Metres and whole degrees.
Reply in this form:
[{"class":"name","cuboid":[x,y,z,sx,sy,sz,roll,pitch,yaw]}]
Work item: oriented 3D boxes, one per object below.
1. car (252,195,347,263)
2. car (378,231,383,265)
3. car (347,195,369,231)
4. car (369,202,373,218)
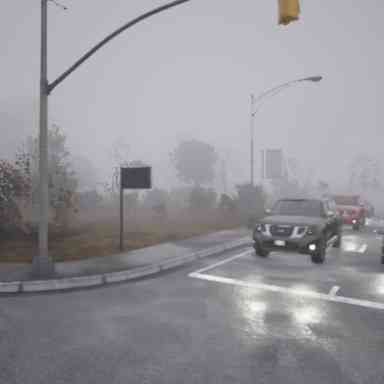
[{"class":"car","cuboid":[4.148,1.198,12.483,2.150,2.045,5.566,0,0,32]},{"class":"car","cuboid":[7.506,1.546,11.250,2.033,1.411,5.357,0,0,32]},{"class":"car","cuboid":[9.627,1.194,21.158,2.150,2.045,5.566,0,0,32]},{"class":"car","cuboid":[15.313,1.516,30.148,2.033,1.411,5.357,0,0,32]}]
